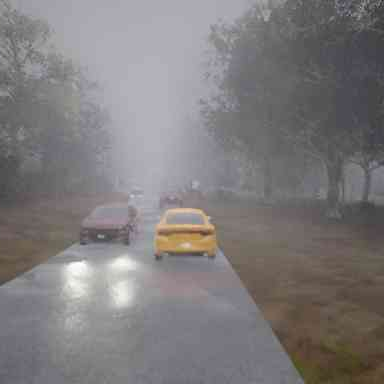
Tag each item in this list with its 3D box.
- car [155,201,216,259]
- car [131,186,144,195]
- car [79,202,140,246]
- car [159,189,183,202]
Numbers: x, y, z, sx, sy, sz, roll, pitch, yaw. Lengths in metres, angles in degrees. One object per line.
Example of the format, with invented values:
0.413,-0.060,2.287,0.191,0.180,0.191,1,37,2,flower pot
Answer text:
-0.281,1.327,11.996,1.882,1.535,5.008,0,1,-3,car
-9.393,-0.221,56.690,1.812,1.442,4.674,2,1,-12,car
-3.329,1.220,14.157,1.882,1.535,5.008,1,1,-4,car
-2.110,0.513,32.543,2.097,1.767,4.553,1,2,-7,car
